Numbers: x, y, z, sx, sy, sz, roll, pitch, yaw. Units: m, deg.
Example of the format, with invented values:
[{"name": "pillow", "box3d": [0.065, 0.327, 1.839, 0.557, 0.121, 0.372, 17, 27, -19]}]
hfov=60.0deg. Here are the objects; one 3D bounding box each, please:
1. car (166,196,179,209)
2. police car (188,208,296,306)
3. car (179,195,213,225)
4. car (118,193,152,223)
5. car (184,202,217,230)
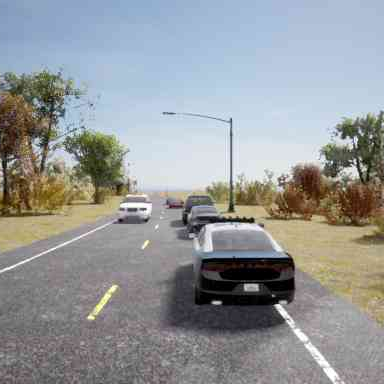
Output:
[{"name": "car", "box3d": [-2.163, 1.543, 45.509, 1.994, 1.385, 4.181, 0, 0, -4]}, {"name": "police car", "box3d": [0.961, 1.424, 8.253, 1.930, 1.638, 5.238, 0, 0, -1]}, {"name": "car", "box3d": [0.389, 1.213, 24.252, 2.150, 2.045, 5.566, 0, 0, -3]}, {"name": "car", "box3d": [-4.288, 1.213, 25.737, 2.150, 2.045, 5.566, 0, 0, -3]}, {"name": "car", "box3d": [0.668, 1.500, 18.194, 1.837, 1.490, 4.892, 0, 0, -2]}]
